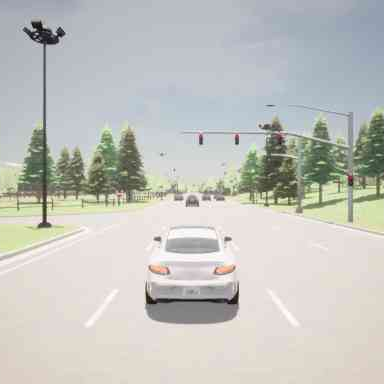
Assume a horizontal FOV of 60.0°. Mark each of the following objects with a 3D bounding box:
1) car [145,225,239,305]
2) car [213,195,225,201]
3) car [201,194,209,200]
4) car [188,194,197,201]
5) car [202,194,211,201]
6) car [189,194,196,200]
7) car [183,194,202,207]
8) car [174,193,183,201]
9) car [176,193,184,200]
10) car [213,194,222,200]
[{"bbox_3d":[0.015,1.525,7.987,1.812,1.442,4.674,0,0,0],"label":"car"},{"bbox_3d":[7.088,1.514,82.496,2.128,1.511,4.902,0,0,0],"label":"car"},{"bbox_3d":[3.599,1.370,92.919,2.033,1.411,5.357,0,0,0],"label":"car"},{"bbox_3d":[0.088,1.345,82.890,2.097,1.767,4.553,0,0,0],"label":"car"},{"bbox_3d":[3.588,1.345,82.886,2.097,1.767,4.553,0,0,0],"label":"car"},{"bbox_3d":[0.099,1.330,92.923,1.837,1.490,4.892,0,0,0],"label":"car"},{"bbox_3d":[0.055,1.351,51.860,2.097,1.767,4.553,0,0,0],"label":"car"},{"bbox_3d":[-3.412,1.541,82.890,1.994,1.385,4.181,0,0,0],"label":"car"},{"bbox_3d":[-3.401,1.185,92.897,2.097,1.767,4.553,0,0,0],"label":"car"},{"bbox_3d":[7.099,1.382,92.916,1.994,1.385,4.181,0,0,0],"label":"car"}]
